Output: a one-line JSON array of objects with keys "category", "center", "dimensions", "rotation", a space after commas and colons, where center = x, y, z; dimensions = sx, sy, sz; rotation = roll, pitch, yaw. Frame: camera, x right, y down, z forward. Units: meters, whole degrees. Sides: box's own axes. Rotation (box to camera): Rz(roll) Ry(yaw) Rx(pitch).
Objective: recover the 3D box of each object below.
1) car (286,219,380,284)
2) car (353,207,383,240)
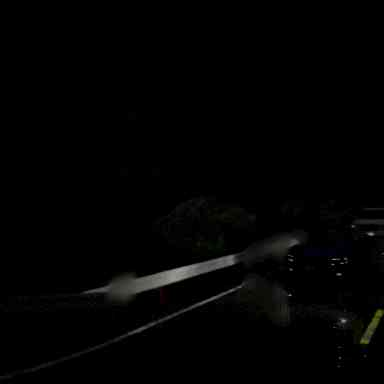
[{"category": "car", "center": [4.785, 1.907, 11.226], "dimensions": [1.882, 1.535, 5.008], "rotation": [-3, -3, 37]}, {"category": "car", "center": [10.923, 1.888, 19.415], "dimensions": [2.150, 2.045, 5.566], "rotation": [-3, -3, 37]}]
